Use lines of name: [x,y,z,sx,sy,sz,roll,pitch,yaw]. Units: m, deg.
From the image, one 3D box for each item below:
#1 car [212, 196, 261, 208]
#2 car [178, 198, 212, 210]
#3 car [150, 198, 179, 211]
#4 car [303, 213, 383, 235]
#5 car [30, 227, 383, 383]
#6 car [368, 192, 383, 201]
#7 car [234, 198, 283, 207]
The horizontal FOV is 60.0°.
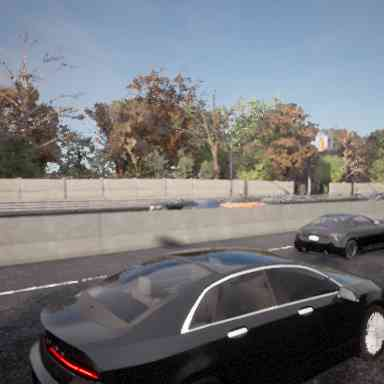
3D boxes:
car: [4.350,1.176,28.584,4.553,1.767,2.097,-1,0,-35]
car: [1.746,1.377,31.027,5.357,1.411,2.033,-1,0,-35]
car: [-1.802,1.337,32.794,4.902,1.511,2.128,-1,0,-35]
car: [5.625,1.462,12.056,4.181,1.385,1.994,-1,0,-35]
car: [0.672,1.479,4.225,4.892,1.490,1.837,-1,0,-35]
car: [32.085,0.849,56.861,4.553,1.767,2.097,-1,0,-35]
car: [5.613,1.396,25.186,4.181,1.385,1.994,-1,0,-35]
